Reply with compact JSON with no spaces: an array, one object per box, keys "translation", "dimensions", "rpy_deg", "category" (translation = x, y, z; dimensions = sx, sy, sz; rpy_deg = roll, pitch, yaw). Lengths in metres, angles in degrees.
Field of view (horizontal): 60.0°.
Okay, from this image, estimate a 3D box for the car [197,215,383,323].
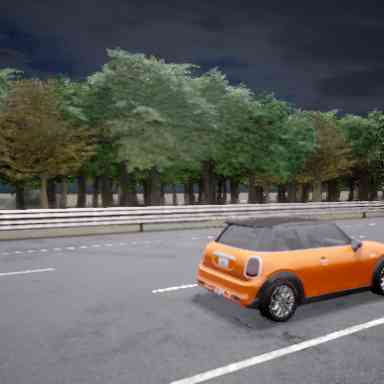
[{"translation":[2.449,1.340,7.315],"dimensions":[4.553,1.767,2.097],"rpy_deg":[0,0,-29],"category":"car"}]
